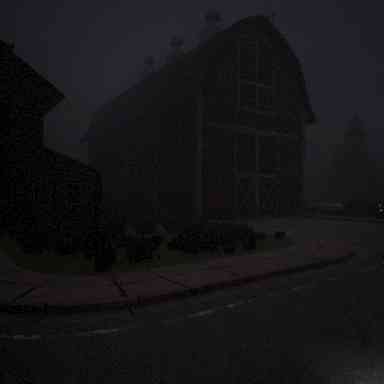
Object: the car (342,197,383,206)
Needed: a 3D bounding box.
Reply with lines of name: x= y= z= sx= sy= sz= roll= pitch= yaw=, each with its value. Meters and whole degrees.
car: x=18.240 y=1.363 z=35.109 sx=2.097 sy=1.767 sz=4.553 roll=0 pitch=0 yaw=-34
